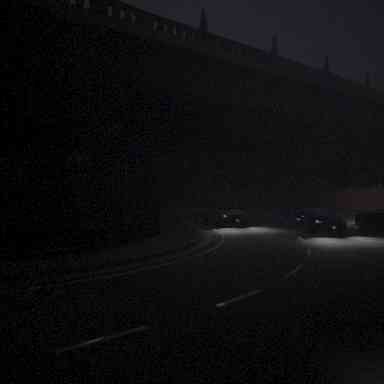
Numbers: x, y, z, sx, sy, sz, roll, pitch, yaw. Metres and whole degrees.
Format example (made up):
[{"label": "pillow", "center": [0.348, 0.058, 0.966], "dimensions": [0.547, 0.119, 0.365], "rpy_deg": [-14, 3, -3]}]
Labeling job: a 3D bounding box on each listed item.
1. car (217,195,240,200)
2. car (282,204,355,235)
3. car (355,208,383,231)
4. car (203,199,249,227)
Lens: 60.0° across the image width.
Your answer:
[{"label": "car", "center": [3.623, 1.170, 36.655], "dimensions": [2.097, 1.767, 4.553], "rpy_deg": [-1, 0, -29]}, {"label": "car", "center": [6.457, 1.408, 18.143], "dimensions": [1.812, 1.442, 4.674], "rpy_deg": [0, 0, -8]}, {"label": "car", "center": [10.324, 1.463, 17.149], "dimensions": [1.895, 1.301, 4.718], "rpy_deg": [0, 0, 0]}, {"label": "car", "center": [2.086, 1.417, 22.143], "dimensions": [1.812, 1.442, 4.674], "rpy_deg": [0, 0, -16]}]
